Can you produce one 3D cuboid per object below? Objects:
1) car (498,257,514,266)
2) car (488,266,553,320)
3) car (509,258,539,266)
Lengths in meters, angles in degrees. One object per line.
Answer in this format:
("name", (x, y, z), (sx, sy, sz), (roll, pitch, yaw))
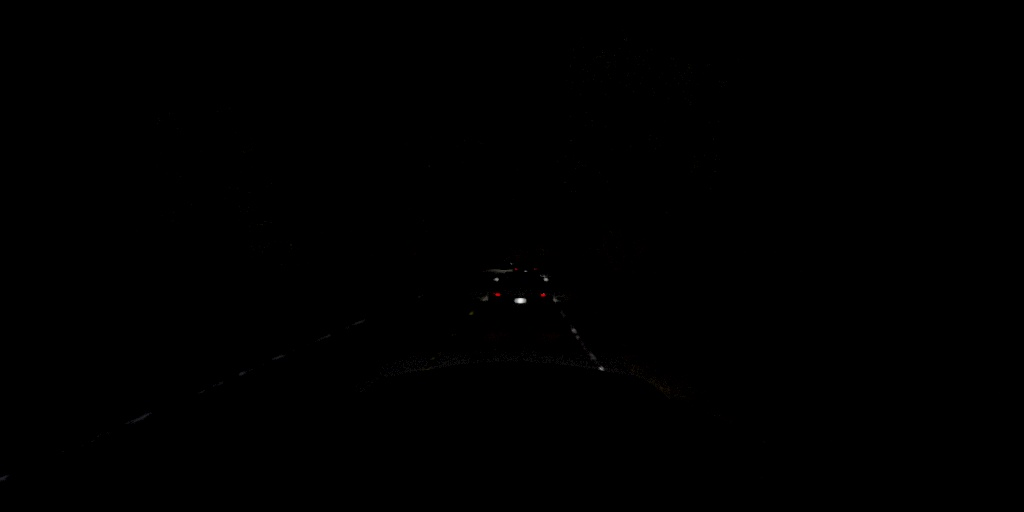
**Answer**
("car", (-0.486, 0.807, 43.711), (1.882, 1.535, 5.008), (0, 1, 7))
("car", (0.306, 1.211, 12.105), (1.994, 1.385, 4.181), (0, 1, 2))
("car", (1.118, 1.060, 27.392), (1.994, 1.385, 4.181), (0, 1, 4))
